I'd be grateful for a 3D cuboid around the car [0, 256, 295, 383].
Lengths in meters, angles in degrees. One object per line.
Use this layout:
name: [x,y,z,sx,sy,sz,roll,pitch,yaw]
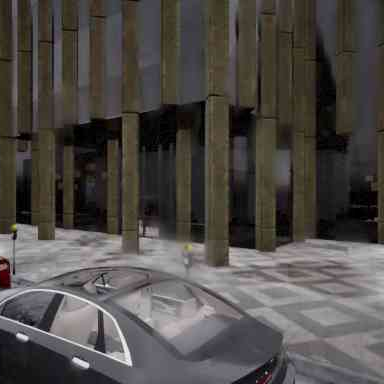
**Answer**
car: [-1.120,1.551,3.767,4.403,1.369,2.008,0,0,36]
